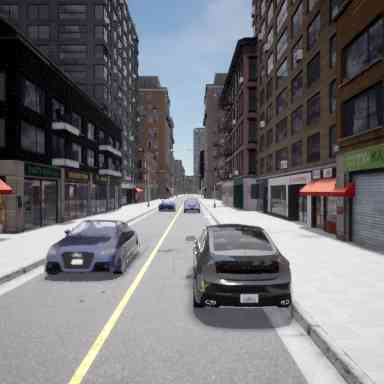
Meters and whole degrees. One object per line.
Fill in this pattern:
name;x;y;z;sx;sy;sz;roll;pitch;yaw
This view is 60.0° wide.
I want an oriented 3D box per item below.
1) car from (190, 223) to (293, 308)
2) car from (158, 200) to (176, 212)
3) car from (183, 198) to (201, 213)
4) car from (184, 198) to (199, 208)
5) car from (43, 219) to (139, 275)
car;0.941;1.503;7.894;1.837;1.490;4.892;0;0;0
car;-2.824;1.570;38.437;1.895;1.301;4.718;0;0;0
car;0.009;1.518;37.051;2.033;1.411;5.357;0;0;0
car;-0.085;1.521;47.478;1.994;1.385;4.181;0;0;0
car;-2.871;1.559;10.326;1.994;1.385;4.181;0;0;0
